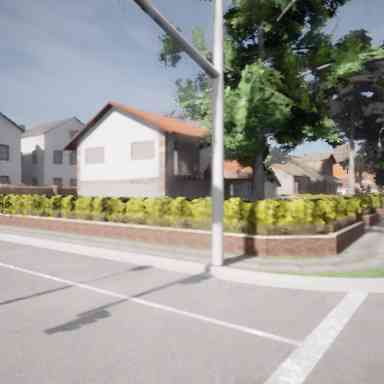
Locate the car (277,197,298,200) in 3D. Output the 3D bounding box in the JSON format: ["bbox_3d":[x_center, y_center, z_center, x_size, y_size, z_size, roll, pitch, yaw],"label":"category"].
[{"bbox_3d":[9.084,1.163,29.911,3.806,1.475,1.970,0,0,36],"label":"car"}]
